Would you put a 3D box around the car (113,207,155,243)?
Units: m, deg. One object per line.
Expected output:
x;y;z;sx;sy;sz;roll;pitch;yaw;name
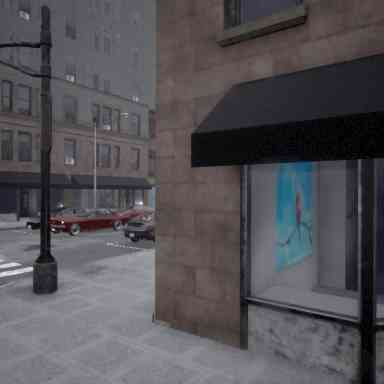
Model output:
-1.253;1.573;15.686;2.008;1.369;4.403;0;0;35;car

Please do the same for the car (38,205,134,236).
-5.797;1.606;18.767;1.895;1.301;4.718;0;0;35;car

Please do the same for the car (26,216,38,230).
-7.795;1.564;20.335;1.947;1.339;4.313;0;0;35;car

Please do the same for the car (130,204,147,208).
-4.503;1.584;24.966;1.802;1.307;4.206;0;0;35;car
